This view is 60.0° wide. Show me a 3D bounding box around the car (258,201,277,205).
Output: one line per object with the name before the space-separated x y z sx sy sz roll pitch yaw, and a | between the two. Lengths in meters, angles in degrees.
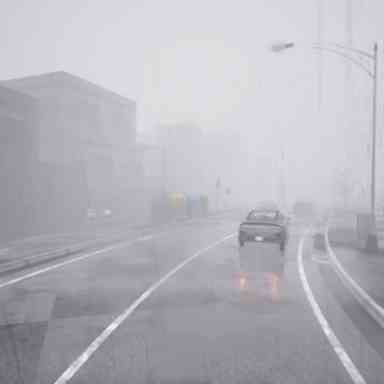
car | 8.182 1.633 36.319 1.994 1.385 4.181 1 0 24

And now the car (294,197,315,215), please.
car | 12.250 1.627 36.406 2.128 1.511 4.902 1 0 23

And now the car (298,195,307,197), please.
car | 24.762 1.344 74.354 1.882 1.535 5.008 1 0 23

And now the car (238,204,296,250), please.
car | 3.274 1.529 14.697 2.128 1.511 4.902 1 0 18
